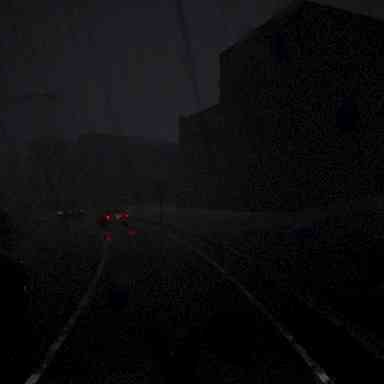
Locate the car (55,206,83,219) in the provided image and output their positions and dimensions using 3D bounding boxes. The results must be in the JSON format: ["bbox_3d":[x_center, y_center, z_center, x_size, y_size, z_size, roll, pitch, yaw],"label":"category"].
[{"bbox_3d":[-14.151,2.268,38.062,2.033,1.411,5.357,-3,-1,-37],"label":"car"}]

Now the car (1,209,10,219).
[{"bbox_3d":[-26.682,2.974,45.347,5.008,1.535,1.882,-4,0,37],"label":"car"}]

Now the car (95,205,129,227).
[{"bbox_3d":[-6.206,1.770,25.507,1.801,1.575,5.366,-2,0,-24],"label":"car"}]

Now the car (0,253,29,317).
[{"bbox_3d":[-4.189,1.614,5.195,1.994,1.385,4.181,-1,0,-7],"label":"car"}]
